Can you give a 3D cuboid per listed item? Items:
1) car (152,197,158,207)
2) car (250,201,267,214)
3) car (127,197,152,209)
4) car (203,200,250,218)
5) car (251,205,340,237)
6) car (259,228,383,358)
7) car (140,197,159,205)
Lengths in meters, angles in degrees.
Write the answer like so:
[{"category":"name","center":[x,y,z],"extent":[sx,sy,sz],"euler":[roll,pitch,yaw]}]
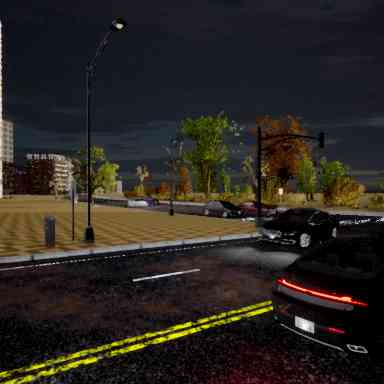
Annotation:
[{"category":"car","center":[-7.528,1.655,54.360],"extent":[2.033,1.411,5.357],"euler":[0,0,-30]},{"category":"car","center":[6.090,1.576,31.775],"extent":[1.812,1.442,4.674],"euler":[0,0,-32]},{"category":"car","center":[-8.029,1.636,48.759],"extent":[1.812,1.442,4.674],"euler":[0,0,-30]},{"category":"car","center":[2.854,1.569,30.833],"extent":[1.837,1.490,4.892],"euler":[0,0,-32]},{"category":"car","center":[4.892,1.503,14.761],"extent":[4.892,1.490,1.837],"euler":[0,3,-45]},{"category":"car","center":[3.490,1.504,5.758],"extent":[4.892,1.490,1.837],"euler":[0,0,-34]},{"category":"car","center":[-7.914,1.669,61.895],"extent":[1.994,1.385,4.181],"euler":[0,0,-30]}]
